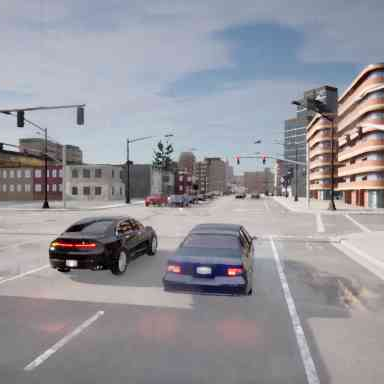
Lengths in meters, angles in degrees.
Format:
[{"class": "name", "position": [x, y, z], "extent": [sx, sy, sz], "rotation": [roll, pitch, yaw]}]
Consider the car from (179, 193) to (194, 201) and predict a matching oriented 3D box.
[{"class": "car", "position": [-1.135, 1.073, 69.154], "extent": [2.033, 1.411, 5.357], "rotation": [0, 1, 11]}]

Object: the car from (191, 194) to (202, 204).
[{"class": "car", "position": [-0.190, 1.235, 56.257], "extent": [2.128, 1.511, 4.902], "rotation": [0, 1, 11]}]

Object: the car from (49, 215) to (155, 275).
[{"class": "car", "position": [-2.510, 1.505, 10.562], "extent": [1.837, 1.490, 4.892], "rotation": [0, 0, 11]}]

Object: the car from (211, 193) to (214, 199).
[{"class": "car", "position": [3.804, 0.862, 76.148], "extent": [1.882, 1.535, 5.008], "rotation": [0, 1, 11]}]

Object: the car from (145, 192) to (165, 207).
[{"class": "car", "position": [-5.157, 1.080, 49.222], "extent": [2.150, 2.045, 5.566], "rotation": [0, 1, 11]}]

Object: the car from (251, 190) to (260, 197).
[{"class": "car", "position": [16.341, 0.464, 85.506], "extent": [2.097, 1.767, 4.553], "rotation": [0, 1, 11]}]

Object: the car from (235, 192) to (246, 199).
[{"class": "car", "position": [11.006, 0.952, 76.488], "extent": [1.895, 1.301, 4.718], "rotation": [0, 1, 11]}]

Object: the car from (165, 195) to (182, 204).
[{"class": "car", "position": [-3.255, 1.238, 58.780], "extent": [1.812, 1.442, 4.674], "rotation": [0, 1, 12]}]

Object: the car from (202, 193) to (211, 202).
[{"class": "car", "position": [1.763, 1.119, 65.907], "extent": [2.033, 1.411, 5.357], "rotation": [0, 1, 12]}]

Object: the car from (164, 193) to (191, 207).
[{"class": "car", "position": [-1.949, 1.223, 47.347], "extent": [2.097, 1.767, 4.553], "rotation": [0, 1, 11]}]

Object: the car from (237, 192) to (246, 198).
[{"class": "car", "position": [12.937, 0.753, 86.337], "extent": [1.994, 1.385, 4.181], "rotation": [0, 1, 11]}]

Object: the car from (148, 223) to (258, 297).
[{"class": "car", "position": [0.707, 1.547, 8.818], "extent": [2.033, 1.411, 5.357], "rotation": [0, 0, 11]}]

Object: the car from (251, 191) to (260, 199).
[{"class": "car", "position": [14.338, 0.881, 75.302], "extent": [2.128, 1.511, 4.902], "rotation": [0, 1, 11]}]
